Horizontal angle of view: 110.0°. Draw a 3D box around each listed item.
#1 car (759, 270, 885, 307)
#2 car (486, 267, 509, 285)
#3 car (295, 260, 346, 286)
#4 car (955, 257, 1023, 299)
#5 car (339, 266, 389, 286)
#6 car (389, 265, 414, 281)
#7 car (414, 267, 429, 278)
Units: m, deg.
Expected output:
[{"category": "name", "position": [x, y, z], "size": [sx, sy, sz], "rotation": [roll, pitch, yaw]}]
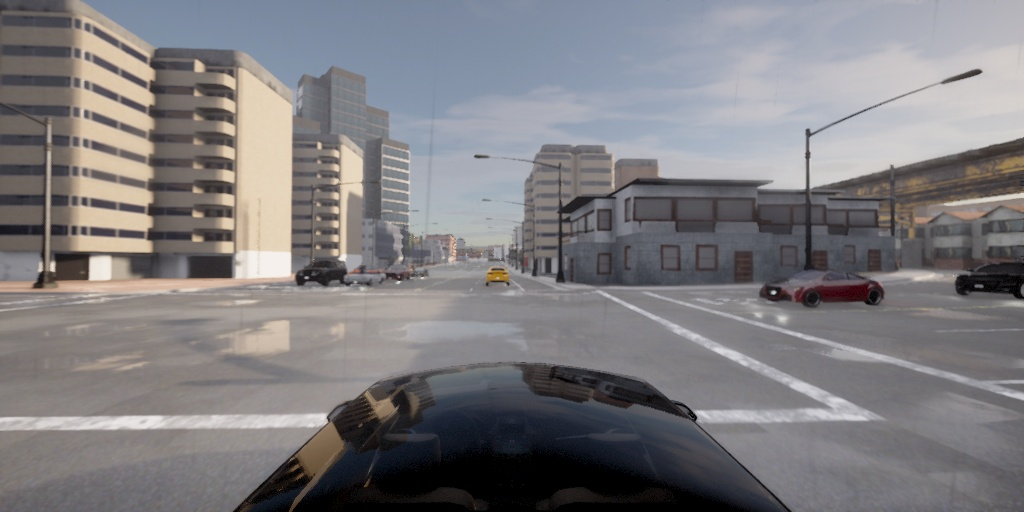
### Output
[{"category": "car", "position": [12.565, 1.264, 14.688], "size": [4.181, 1.385, 1.994], "rotation": [-1, -1, -5]}, {"category": "car", "position": [-1.278, 1.688, 31.387], "size": [1.882, 1.535, 5.008], "rotation": [0, -1, -3]}, {"category": "car", "position": [-15.383, 1.344, 29.361], "size": [2.150, 2.045, 5.566], "rotation": [0, -1, -3]}, {"category": "car", "position": [22.688, 0.998, 16.328], "size": [5.008, 1.535, 1.882], "rotation": [-1, 0, -17]}, {"category": "car", "position": [-11.868, 1.729, 29.150], "size": [1.895, 1.301, 4.718], "rotation": [0, -1, -3]}, {"category": "car", "position": [-12.346, 1.723, 38.250], "size": [2.097, 1.767, 4.553], "rotation": [0, -2, -3]}, {"category": "car", "position": [-12.976, 2.317, 50.925], "size": [1.812, 1.442, 4.674], "rotation": [0, -2, -2]}]
